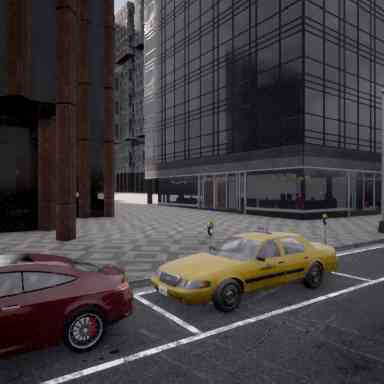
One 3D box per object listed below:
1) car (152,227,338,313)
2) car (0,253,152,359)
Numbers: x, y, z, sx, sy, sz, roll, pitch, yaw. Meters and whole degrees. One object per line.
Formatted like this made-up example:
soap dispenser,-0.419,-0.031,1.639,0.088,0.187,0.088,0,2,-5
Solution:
car,1.419,1.525,7.644,4.829,1.417,1.752,0,0,-35
car,-2.878,1.582,4.596,4.206,1.307,1.802,0,0,-35
